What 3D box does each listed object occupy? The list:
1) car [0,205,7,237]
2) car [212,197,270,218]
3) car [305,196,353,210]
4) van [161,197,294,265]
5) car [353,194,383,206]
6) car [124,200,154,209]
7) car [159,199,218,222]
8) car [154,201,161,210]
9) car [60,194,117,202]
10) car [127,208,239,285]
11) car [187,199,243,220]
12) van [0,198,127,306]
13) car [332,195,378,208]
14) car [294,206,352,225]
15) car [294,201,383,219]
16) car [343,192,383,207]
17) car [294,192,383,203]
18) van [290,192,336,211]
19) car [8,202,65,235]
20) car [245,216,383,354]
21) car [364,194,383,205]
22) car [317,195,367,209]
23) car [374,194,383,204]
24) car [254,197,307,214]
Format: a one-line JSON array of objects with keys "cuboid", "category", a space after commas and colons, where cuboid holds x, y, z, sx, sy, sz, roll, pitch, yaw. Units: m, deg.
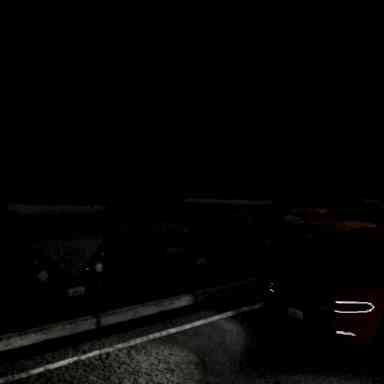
[{"cuboid": [-11.700, 1.504, 18.297, 2.097, 1.535, 5.008, -1, 0, -36], "category": "car"}, {"cuboid": [4.211, 1.301, 29.449, 1.946, 1.575, 5.366, -1, 0, -36], "category": "car"}, {"cuboid": [15.394, 1.200, 37.667, 2.002, 1.452, 4.674, -1, 0, -36], "category": "car"}, {"cuboid": [0.990, 1.213, 11.441, 1.878, 1.987, 4.442, -1, 0, -36], "category": "van"}, {"cuboid": [24.421, 1.048, 44.131, 2.097, 1.535, 5.008, -1, 0, -36], "category": "car"}, {"cuboid": [-4.931, 1.419, 23.148, 2.097, 1.535, 5.008, -1, 0, -36], "category": "car"}, {"cuboid": [-0.416, 1.363, 26.378, 2.231, 1.521, 4.892, -1, 0, -36], "category": "car"}, {"cuboid": [-2.673, 1.391, 24.763, 2.097, 1.535, 5.008, -1, 0, -36], "category": "car"}, {"cuboid": [-7.172, 1.197, 21.505, 2.435, 2.045, 5.566, -1, 0, -36], "category": "car"}, {"cuboid": [-1.217, 1.468, 9.713, 2.097, 1.535, 5.008, -1, 0, -36], "category": "car"}, {"cuboid": [1.829, 1.363, 28.010, 2.163, 1.488, 4.792, -1, 0, -36], "category": "car"}, {"cuboid": [-3.438, 1.270, 7.988, 1.878, 1.987, 4.442, -1, 0, -36], "category": "van"}, {"cuboid": [19.910, 1.144, 40.897, 2.002, 1.452, 4.674, -1, 0, -36], "category": "car"}, {"cuboid": [3.339, 1.450, 12.980, 2.002, 1.452, 4.674, -1, 0, -36], "category": "car"}, {"cuboid": [5.729, 1.378, 14.456, 1.946, 1.575, 5.366, -1, 0, -36], "category": "car"}, {"cuboid": [22.147, 0.950, 42.537, 2.185, 1.767, 4.553, -1, 0, -36], "category": "car"}, {"cuboid": [7.916, 1.100, 16.213, 2.435, 2.045, 5.566, -1, 0, -36], "category": "car"}, {"cuboid": [13.065, 0.963, 36.149, 1.878, 1.987, 4.442, -1, 0, -36], "category": "van"}, {"cuboid": [-9.440, 1.478, 19.912, 2.231, 1.521, 4.892, -1, 0, -36], "category": "car"}, {"cuboid": [3.501, 1.428, 6.180, 5.008, 1.535, 1.882, -1, 0, -35], "category": "car"}, {"cuboid": [26.686, 1.022, 45.736, 2.231, 1.521, 4.892, -1, 0, -36], "category": "car"}, {"cuboid": [17.654, 1.132, 39.280, 2.097, 1.535, 5.008, -1, 0, -36], "category": "car"}, {"cuboid": [28.922, 1.023, 47.378, 2.163, 1.488, 4.792, -1, 0, -36], "category": "car"}, {"cuboid": [8.637, 1.276, 32.805, 2.163, 1.488, 4.792, -1, 0, -36], "category": "car"}]
